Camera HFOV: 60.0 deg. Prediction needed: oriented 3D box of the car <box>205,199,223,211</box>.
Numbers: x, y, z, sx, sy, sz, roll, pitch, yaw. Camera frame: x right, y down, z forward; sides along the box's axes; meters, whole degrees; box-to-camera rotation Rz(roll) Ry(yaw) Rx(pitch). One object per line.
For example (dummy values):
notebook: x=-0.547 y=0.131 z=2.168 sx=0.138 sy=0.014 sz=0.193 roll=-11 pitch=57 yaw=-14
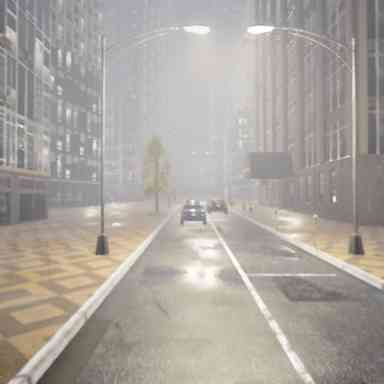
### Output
car: x=2.584 y=1.541 z=39.826 sx=1.802 sy=1.307 sz=4.206 roll=1 pitch=0 yaw=0

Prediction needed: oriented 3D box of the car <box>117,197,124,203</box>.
car: x=-17.440 y=1.709 z=74.971 sx=4.403 sy=1.369 sz=2.008 roll=0 pitch=-1 yaw=14

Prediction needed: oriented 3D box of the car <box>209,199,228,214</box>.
car: x=2.585 y=1.403 z=34.258 sx=1.967 sy=1.590 sz=4.097 roll=1 pitch=0 yaw=0

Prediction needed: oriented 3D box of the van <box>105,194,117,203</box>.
van: x=-17.818 y=1.365 z=66.804 sx=3.998 sy=1.788 sz=1.690 roll=0 pitch=-1 yaw=14

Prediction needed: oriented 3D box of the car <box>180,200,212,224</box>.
car: x=0.104 y=1.519 z=24.216 sx=2.033 sy=1.411 sz=5.357 roll=0 pitch=0 yaw=0
